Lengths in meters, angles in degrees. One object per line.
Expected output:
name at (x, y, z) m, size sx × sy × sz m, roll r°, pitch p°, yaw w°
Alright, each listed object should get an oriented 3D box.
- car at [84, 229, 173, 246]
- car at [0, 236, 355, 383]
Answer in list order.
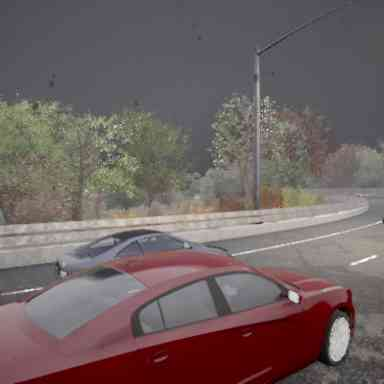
car at (-0.936, 1.568, 7.706) m, size 4.181 × 1.385 × 1.994 m, roll 0°, pitch 0°, yaw -38°
car at (0.041, 1.479, 4.022) m, size 5.008 × 1.535 × 1.882 m, roll 0°, pitch 0°, yaw -37°
